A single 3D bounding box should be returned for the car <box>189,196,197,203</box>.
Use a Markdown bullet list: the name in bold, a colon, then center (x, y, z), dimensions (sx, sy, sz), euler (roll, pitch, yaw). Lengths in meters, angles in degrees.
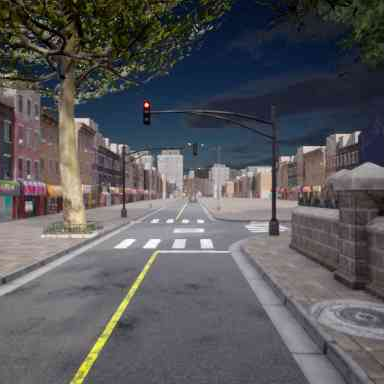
- **car**: center (0.222, 1.688, 73.591), dimensions (2.128, 1.511, 4.902), euler (0, 0, 0)
